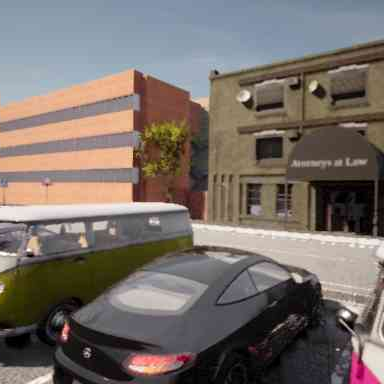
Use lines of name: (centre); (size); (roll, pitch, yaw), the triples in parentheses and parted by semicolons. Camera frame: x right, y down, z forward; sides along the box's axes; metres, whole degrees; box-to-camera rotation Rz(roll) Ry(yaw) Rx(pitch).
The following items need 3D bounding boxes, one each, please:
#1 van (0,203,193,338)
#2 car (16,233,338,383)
van: (-1.855, 1.216, 6.172); (1.878, 1.987, 4.442); (1, 0, 35)
car: (0.412, 1.504, 4.695); (2.002, 1.452, 4.674); (1, 0, 35)
